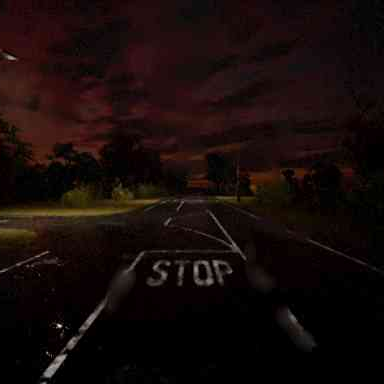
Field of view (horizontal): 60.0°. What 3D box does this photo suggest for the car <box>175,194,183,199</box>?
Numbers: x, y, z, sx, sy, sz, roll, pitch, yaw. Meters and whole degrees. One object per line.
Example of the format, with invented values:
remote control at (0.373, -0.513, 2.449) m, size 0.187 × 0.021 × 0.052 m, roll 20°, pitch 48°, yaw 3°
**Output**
car at (-3.319, 1.050, 84.423) m, size 1.895 × 1.301 × 4.718 m, roll 0°, pitch 0°, yaw 2°
